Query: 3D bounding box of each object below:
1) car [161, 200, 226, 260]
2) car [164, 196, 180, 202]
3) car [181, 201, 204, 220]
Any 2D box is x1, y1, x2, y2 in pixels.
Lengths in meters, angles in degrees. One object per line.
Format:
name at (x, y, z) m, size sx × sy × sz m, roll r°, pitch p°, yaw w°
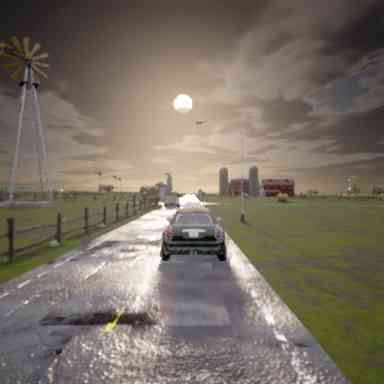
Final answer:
car at (0.069, 1.365, 12.576) m, size 2.097 × 1.767 × 4.553 m, roll 0°, pitch 0°, yaw 0°
car at (-2.821, 1.399, 47.538) m, size 2.097 × 1.767 × 4.553 m, roll 0°, pitch 0°, yaw 0°
car at (0.075, 1.556, 28.952) m, size 1.812 × 1.442 × 4.674 m, roll 0°, pitch 0°, yaw 0°
